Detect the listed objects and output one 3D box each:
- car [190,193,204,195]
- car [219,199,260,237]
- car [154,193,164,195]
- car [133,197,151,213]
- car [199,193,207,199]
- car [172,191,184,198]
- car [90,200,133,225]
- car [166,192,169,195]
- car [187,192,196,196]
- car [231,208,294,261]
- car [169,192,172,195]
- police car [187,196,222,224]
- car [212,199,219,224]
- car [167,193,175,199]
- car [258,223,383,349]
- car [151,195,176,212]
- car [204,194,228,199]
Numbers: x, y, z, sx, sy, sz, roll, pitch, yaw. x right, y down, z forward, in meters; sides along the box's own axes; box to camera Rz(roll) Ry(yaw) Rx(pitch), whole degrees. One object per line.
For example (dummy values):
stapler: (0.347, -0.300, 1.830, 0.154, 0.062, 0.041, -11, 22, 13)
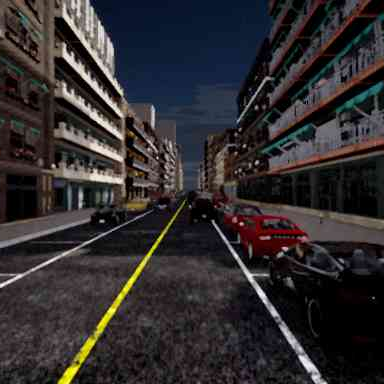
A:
car: (0.925, 1.262, 39.816, 1.801, 1.575, 5.366, 0, 0, 0)
car: (2.702, 1.357, 17.491, 1.967, 1.590, 4.097, 0, 0, 0)
car: (-5.657, 1.189, 51.319, 1.967, 1.590, 4.097, 0, 0, 0)
car: (-5.668, 1.360, 34.239, 1.752, 1.417, 4.829, 0, 0, 0)
car: (2.745, 1.099, 85.297, 1.752, 1.417, 4.829, 0, 0, 0)
car: (-2.951, 0.752, 77.784, 2.150, 2.045, 5.566, 0, 0, 0)
car: (-5.675, 1.456, 23.136, 1.947, 1.339, 4.313, 0, 0, 0)
car: (-5.652, 1.035, 56.954, 2.192, 1.841, 5.009, 0, 0, 0)
car: (0.037, 1.214, 59.174, 1.837, 1.490, 4.892, 0, 0, 0)
car: (2.699, 1.489, 11.855, 1.887, 1.381, 4.507, 0, 0, 0)
car: (-5.634, 0.889, 85.136, 2.192, 1.841, 5.009, 0, 0, 0)
police car: (0.770, 1.312, 23.732, 1.930, 1.638, 5.238, 0, 0, 0)
car: (2.706, 1.441, 23.127, 2.008, 1.369, 4.403, 0, 0, 0)
car: (-5.631, 0.984, 90.772, 1.967, 1.590, 4.097, 0, 0, 0)
car: (2.694, 1.537, 6.219, 1.947, 1.339, 4.313, 0, 0, 0)
car: (-3.073, 1.350, 36.418, 1.812, 1.442, 4.674, 0, 0, 0)
car: (2.714, 1.149, 34.399, 2.192, 1.841, 5.009, 0, 0, 0)
